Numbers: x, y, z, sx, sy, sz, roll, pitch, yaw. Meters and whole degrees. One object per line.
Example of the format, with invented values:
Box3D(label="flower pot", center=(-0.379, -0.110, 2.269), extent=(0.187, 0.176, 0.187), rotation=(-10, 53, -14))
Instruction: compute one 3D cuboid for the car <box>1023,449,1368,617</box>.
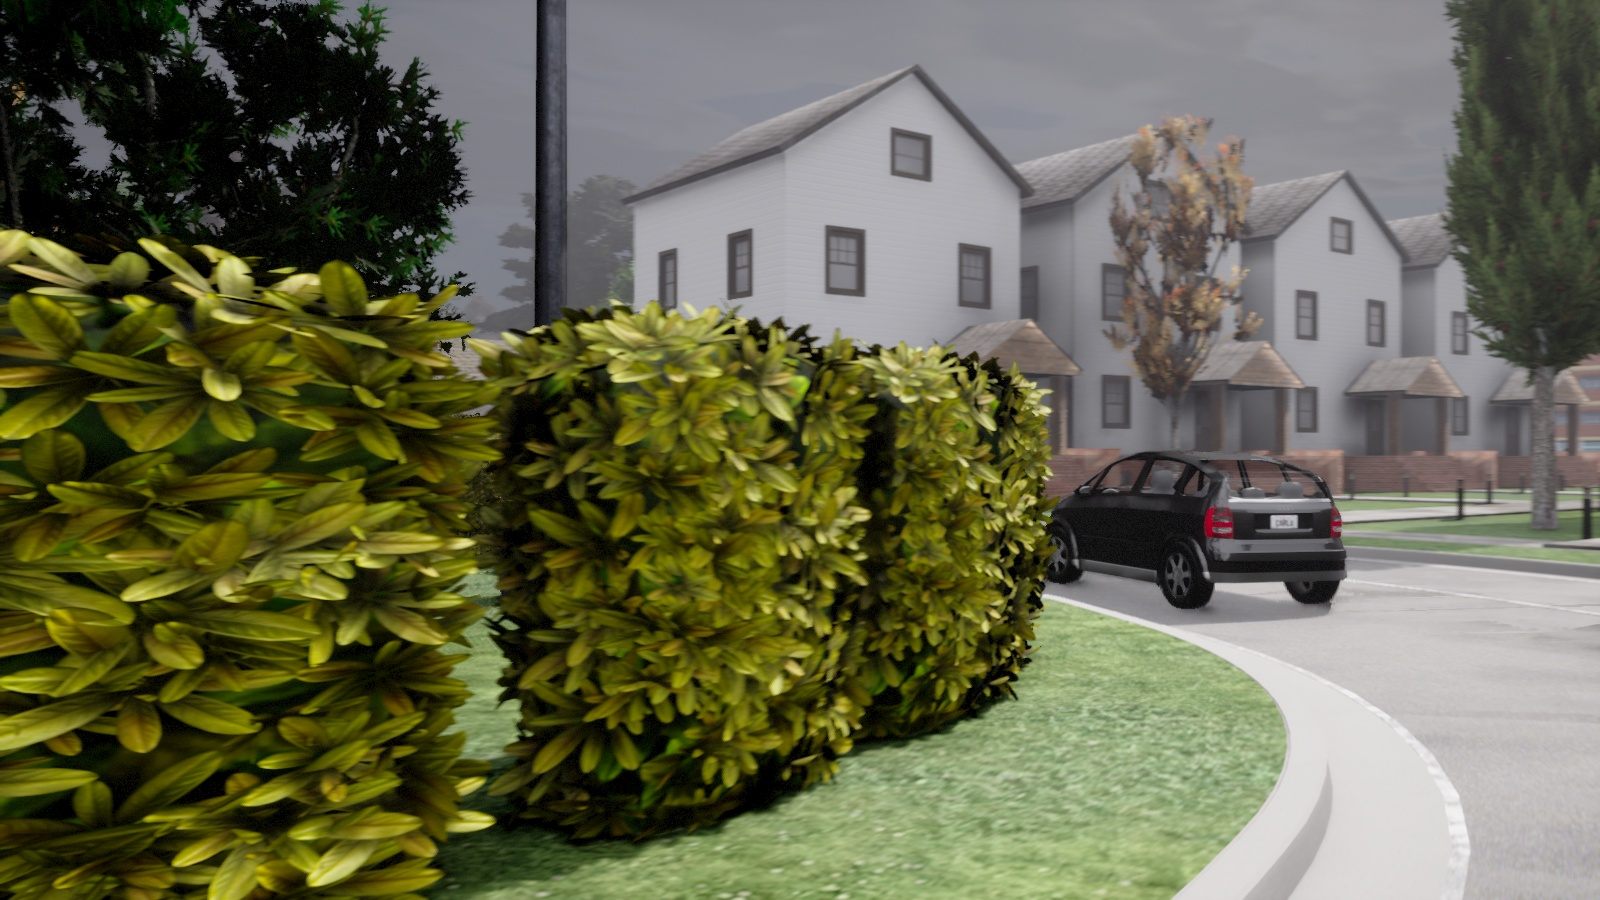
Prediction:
Box3D(label="car", center=(4.070, 0.773, 13.584), extent=(1.789, 1.549, 3.705), rotation=(0, 0, -17))
